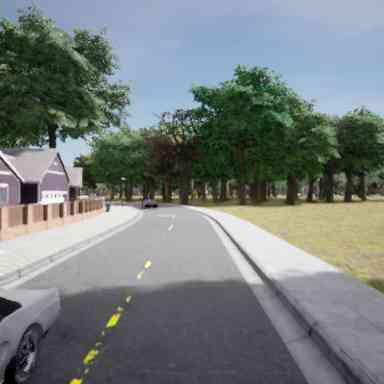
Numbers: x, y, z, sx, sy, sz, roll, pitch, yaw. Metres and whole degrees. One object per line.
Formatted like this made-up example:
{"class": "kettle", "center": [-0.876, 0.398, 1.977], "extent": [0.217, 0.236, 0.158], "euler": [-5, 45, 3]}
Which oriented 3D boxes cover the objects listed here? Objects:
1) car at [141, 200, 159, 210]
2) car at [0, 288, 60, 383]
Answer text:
{"class": "car", "center": [-5.640, 1.658, 44.351], "extent": [1.895, 1.301, 4.718], "euler": [0, 0, -14]}
{"class": "car", "center": [-2.849, 1.604, 2.591], "extent": [1.895, 1.301, 4.718], "euler": [0, 0, 0]}
